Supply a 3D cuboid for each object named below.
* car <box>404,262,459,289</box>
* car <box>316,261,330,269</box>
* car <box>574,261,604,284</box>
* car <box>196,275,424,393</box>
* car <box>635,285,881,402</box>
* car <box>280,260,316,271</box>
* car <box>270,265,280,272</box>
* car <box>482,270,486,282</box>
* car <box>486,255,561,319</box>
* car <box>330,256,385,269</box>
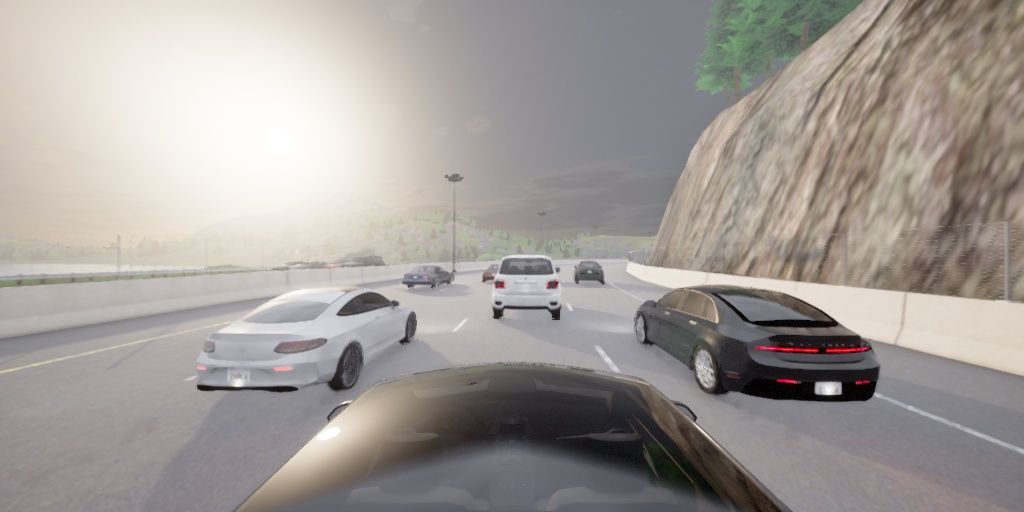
[{"bbox_3d":[-5.372,1.314,23.614,2.033,1.411,5.357,0,0,7],"label":"car"},{"bbox_3d":[-17.470,1.107,37.149,2.097,1.767,4.553,0,0,11],"label":"car"},{"bbox_3d":[5.897,1.153,27.731,2.097,1.767,4.553,0,0,9],"label":"car"},{"bbox_3d":[-3.237,1.274,6.649,1.812,1.442,4.674,0,0,2],"label":"car"},{"bbox_3d":[3.759,1.273,6.589,1.837,1.490,4.892,0,0,2],"label":"car"},{"bbox_3d":[-20.988,1.239,37.392,2.128,1.511,4.902,0,0,11],"label":"car"},{"bbox_3d":[-24.127,1.246,39.583,1.837,1.490,4.892,0,0,12],"label":"car"},{"bbox_3d":[-1.031,1.349,28.773,1.994,1.385,4.181,0,0,9],"label":"car"},{"bbox_3d":[0.583,0.989,13.023,2.150,2.045,5.566,0,0,4],"label":"car"},{"bbox_3d":[-14.440,0.979,34.532,2.150,2.045,5.566,0,0,11],"label":"car"}]
